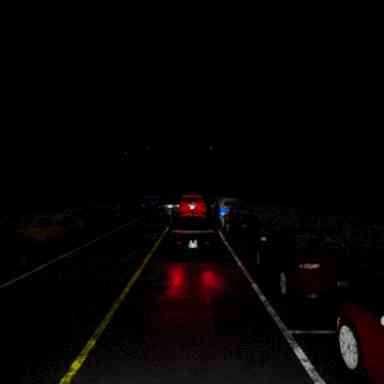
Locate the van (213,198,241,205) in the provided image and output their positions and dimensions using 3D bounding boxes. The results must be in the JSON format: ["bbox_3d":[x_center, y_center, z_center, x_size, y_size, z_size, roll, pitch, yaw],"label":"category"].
[{"bbox_3d":[2.764,1.340,25.221,1.690,1.788,3.998,0,0,0],"label":"van"}]

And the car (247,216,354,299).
[{"bbox_3d":[2.762,1.543,8.312,1.887,1.381,4.507,0,0,0],"label":"car"}]

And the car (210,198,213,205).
[{"bbox_3d":[2.765,1.552,30.857,2.008,1.369,4.403,0,0,0],"label":"car"}]

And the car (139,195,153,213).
[{"bbox_3d":[-5.759,1.444,36.479,1.967,1.590,4.097,0,0,0],"label":"car"}]

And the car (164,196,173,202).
[{"bbox_3d":[-5.754,1.594,81.571,1.887,1.381,4.507,0,0,0],"label":"car"}]

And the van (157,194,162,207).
[{"bbox_3d":[-5.758,1.353,47.752,1.690,1.788,3.998,0,0,0],"label":"van"}]

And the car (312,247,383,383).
[{"bbox_3d":[2.762,1.544,2.676,1.887,1.381,4.507,0,0,0],"label":"car"}]

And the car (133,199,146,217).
[{"bbox_3d":[-5.760,1.567,30.842,1.947,1.339,4.313,0,0,0],"label":"car"}]

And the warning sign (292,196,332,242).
[{"bbox_3d":[5.071,1.113,14.167,1.300,1.860,1.060,0,0,0],"label":"warning sign"}]

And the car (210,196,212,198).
[{"bbox_3d":[2.766,1.558,42.130,2.008,1.369,4.403,0,0,0],"label":"car"}]

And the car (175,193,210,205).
[{"bbox_3d":[0.040,1.223,26.931,2.150,2.045,5.566,0,0,0],"label":"car"}]

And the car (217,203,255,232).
[{"bbox_3d":[2.764,1.549,19.584,2.008,1.369,4.403,0,0,0],"label":"car"}]

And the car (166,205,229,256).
[{"bbox_3d":[0.048,1.489,13.047,2.128,1.511,4.902,0,0,0],"label":"car"}]

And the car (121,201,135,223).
[{"bbox_3d":[-5.760,1.581,25.206,1.802,1.307,4.206,0,0,0],"label":"car"}]

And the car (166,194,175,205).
[{"bbox_3d":[-3.048,1.525,58.246,1.837,1.490,4.892,0,0,0],"label":"car"}]

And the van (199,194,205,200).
[{"bbox_3d":[2.772,1.409,92.856,1.690,1.788,3.998,0,0,0],"label":"van"}]

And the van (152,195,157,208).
[{"bbox_3d":[-5.759,1.349,42.115,1.690,1.788,3.998,0,0,0],"label":"van"}]

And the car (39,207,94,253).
[{"bbox_3d":[-5.762,1.523,13.762,1.752,1.417,4.829,0,0,0],"label":"car"}]

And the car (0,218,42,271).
[{"bbox_3d":[-5.762,1.564,8.296,1.947,1.339,4.313,0,0,0],"label":"car"}]

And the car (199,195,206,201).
[{"bbox_3d":[2.772,1.584,87.390,1.752,1.417,4.829,0,0,0],"label":"car"}]

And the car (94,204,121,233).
[{"bbox_3d":[-5.761,1.564,19.568,1.947,1.339,4.313,0,0,0],"label":"car"}]

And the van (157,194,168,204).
[{"bbox_3d":[-5.756,1.369,64.661,1.690,1.788,3.998,0,0,0],"label":"van"}]

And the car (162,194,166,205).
[{"bbox_3d":[-5.757,1.336,59.024,2.192,1.841,5.009,0,0,0],"label":"car"}]

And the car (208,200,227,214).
[{"bbox_3d":[2.766,1.586,36.493,1.802,1.307,4.206,0,0,0],"label":"car"}]

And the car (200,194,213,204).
[{"bbox_3d":[2.769,1.343,64.674,2.192,1.841,5.009,0,0,0],"label":"car"}]
